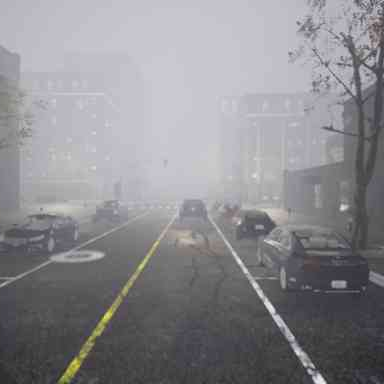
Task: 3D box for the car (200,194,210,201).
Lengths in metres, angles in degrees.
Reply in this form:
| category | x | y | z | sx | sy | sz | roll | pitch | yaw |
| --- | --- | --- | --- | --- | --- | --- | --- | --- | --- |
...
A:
| category | x | y | z | sx | sy | sz | roll | pitch | yaw |
| --- | --- | --- | --- | --- | --- | --- | --- | --- | --- |
| car | 2.814 | 1.153 | 71.531 | 1.967 | 1.590 | 4.097 | 0 | 0 | 0 |

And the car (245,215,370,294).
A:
| category | x | y | z | sx | sy | sz | roll | pitch | yaw |
| --- | --- | --- | --- | --- | --- | --- | --- | --- | --- |
| car | 2.799 | 1.513 | 8.513 | 2.008 | 1.369 | 4.403 | 0 | 0 | 0 |

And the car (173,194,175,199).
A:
| category | x | y | z | sx | sy | sz | roll | pitch | yaw |
| --- | --- | --- | --- | --- | --- | --- | --- | --- | --- |
| car | -5.678 | 1.225 | 82.856 | 2.008 | 1.369 | 4.403 | 0 | 0 | 0 |

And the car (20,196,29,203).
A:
| category | x | y | z | sx | sy | sz | roll | pitch | yaw |
| --- | --- | --- | --- | --- | --- | --- | --- | --- | --- |
| car | -25.674 | 0.857 | 47.420 | 4.507 | 1.381 | 1.887 | 1 | -1 | -1 |

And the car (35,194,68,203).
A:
| category | x | y | z | sx | sy | sz | roll | pitch | yaw |
| --- | --- | --- | --- | --- | --- | --- | --- | --- | --- |
| car | -19.993 | 0.964 | 47.397 | 4.507 | 1.381 | 1.887 | 1 | -1 | -1 |

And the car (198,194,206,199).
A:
| category | x | y | z | sx | sy | sz | roll | pitch | yaw |
| --- | --- | --- | --- | --- | --- | --- | --- | --- | --- |
| car | 2.703 | 1.221 | 88.522 | 1.947 | 1.339 | 4.313 | 0 | 0 | 0 |

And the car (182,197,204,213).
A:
| category | x | y | z | sx | sy | sz | roll | pitch | yaw |
| --- | --- | --- | --- | --- | --- | --- | --- | --- | --- |
| car | 0.103 | 1.341 | 35.553 | 2.128 | 1.511 | 4.902 | 0 | 0 | 0 |

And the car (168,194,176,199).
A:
| category | x | y | z | sx | sy | sz | roll | pitch | yaw |
| --- | --- | --- | --- | --- | --- | --- | --- | --- | --- |
| car | -5.677 | 1.203 | 94.186 | 1.947 | 1.339 | 4.313 | 0 | 0 | 0 |

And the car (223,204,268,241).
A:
| category | x | y | z | sx | sy | sz | roll | pitch | yaw |
| --- | --- | --- | --- | --- | --- | --- | --- | --- | --- |
| car | 2.828 | 1.496 | 16.058 | 1.947 | 1.339 | 4.313 | 0 | 0 | 0 |

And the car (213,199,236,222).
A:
| category | x | y | z | sx | sy | sz | roll | pitch | yaw |
| --- | --- | --- | --- | --- | --- | --- | --- | --- | --- |
| car | 2.829 | 1.474 | 25.059 | 1.802 | 1.307 | 4.206 | 0 | 0 | 0 |

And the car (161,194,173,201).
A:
| category | x | y | z | sx | sy | sz | roll | pitch | yaw |
| --- | --- | --- | --- | --- | --- | --- | --- | --- | --- |
| car | -5.769 | 1.253 | 72.754 | 1.887 | 1.381 | 4.507 | 0 | 0 | 0 |

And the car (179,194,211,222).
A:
| category | x | y | z | sx | sy | sz | roll | pitch | yaw |
| --- | --- | --- | --- | --- | --- | --- | --- | --- | --- |
| car | 0.102 | 1.242 | 25.491 | 2.097 | 1.767 | 4.553 | 0 | 0 | 0 |

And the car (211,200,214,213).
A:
| category | x | y | z | sx | sy | sz | roll | pitch | yaw |
| --- | --- | --- | --- | --- | --- | --- | --- | --- | --- |
| car | 2.829 | 1.400 | 34.061 | 1.887 | 1.381 | 4.507 | 0 | 0 | 0 |

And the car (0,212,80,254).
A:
| category | x | y | z | sx | sy | sz | roll | pitch | yaw |
| --- | --- | --- | --- | --- | --- | --- | --- | --- | --- |
| car | -5.805 | 1.493 | 13.140 | 2.008 | 1.369 | 4.403 | 1 | 0 | 0 |

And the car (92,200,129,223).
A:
| category | x | y | z | sx | sy | sz | roll | pitch | yaw |
| --- | --- | --- | --- | --- | --- | --- | --- | --- | --- |
| car | -5.810 | 1.337 | 23.958 | 1.967 | 1.590 | 4.097 | 0 | 0 | 0 |
